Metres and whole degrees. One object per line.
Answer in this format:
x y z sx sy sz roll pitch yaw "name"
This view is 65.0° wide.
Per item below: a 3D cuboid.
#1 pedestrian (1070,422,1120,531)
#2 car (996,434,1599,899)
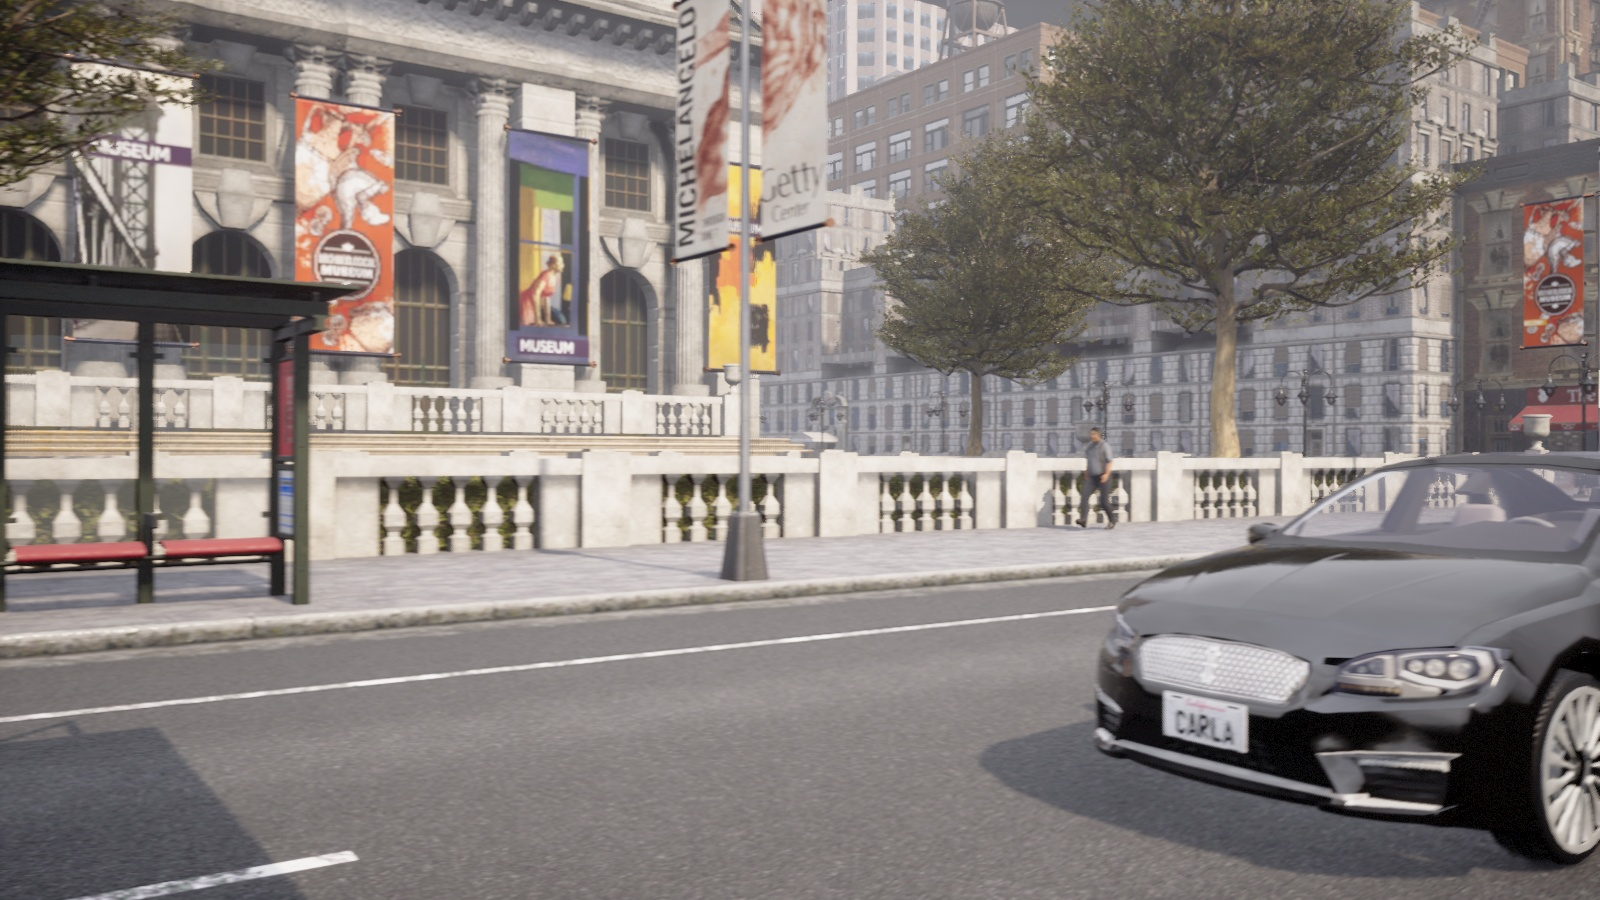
5.117 0.446 21.787 0.694 1.848 0.540 0 0 -40 "pedestrian"
3.485 0.709 6.097 4.902 1.511 2.128 0 0 -35 "car"
